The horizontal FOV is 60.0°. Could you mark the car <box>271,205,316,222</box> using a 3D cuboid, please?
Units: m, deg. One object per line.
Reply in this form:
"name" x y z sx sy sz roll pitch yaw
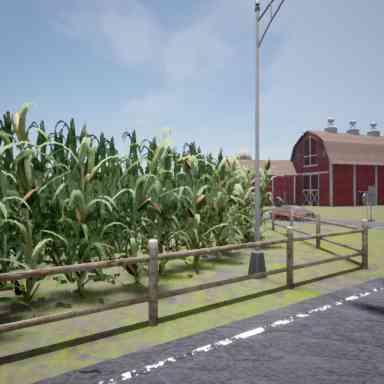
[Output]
"car" 8.910 1.846 29.361 1.994 1.385 4.181 1 -1 -29
